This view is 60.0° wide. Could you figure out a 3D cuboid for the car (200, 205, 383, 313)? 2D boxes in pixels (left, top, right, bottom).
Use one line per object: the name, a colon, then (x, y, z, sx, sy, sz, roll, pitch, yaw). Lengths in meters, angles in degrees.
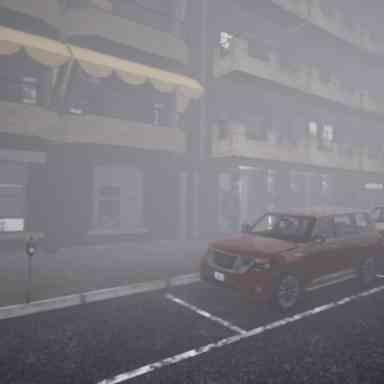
car: (2.585, 1.318, 7.910, 5.009, 1.841, 2.192, 0, 1, -35)
